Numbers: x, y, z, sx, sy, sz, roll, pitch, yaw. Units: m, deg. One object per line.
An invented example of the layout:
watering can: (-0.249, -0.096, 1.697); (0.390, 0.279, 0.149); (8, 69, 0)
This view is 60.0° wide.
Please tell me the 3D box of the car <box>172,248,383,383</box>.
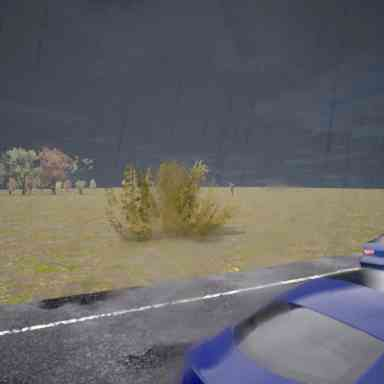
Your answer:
car: (2.034, 1.526, 3.177); (4.674, 1.442, 1.812); (0, 0, -29)

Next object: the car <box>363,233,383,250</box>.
car: (6.697, 1.550, 9.467); (5.357, 1.411, 2.033); (0, 0, -40)
